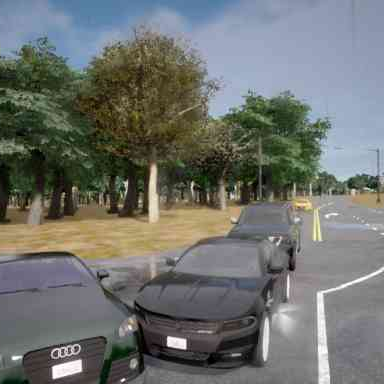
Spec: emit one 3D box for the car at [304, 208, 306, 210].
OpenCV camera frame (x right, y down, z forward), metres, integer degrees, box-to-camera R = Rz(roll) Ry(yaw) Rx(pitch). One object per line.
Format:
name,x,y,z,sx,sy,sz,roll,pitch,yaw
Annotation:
car,5.153,1.776,18.658,1.895,1.301,4.718,-1,0,20

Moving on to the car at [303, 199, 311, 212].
car,14.488,1.707,43.442,1.882,1.535,5.008,-1,0,22

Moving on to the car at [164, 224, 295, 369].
car,0.720,1.614,6.306,1.882,1.535,5.008,-1,-2,21

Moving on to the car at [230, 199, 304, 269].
car,2.828,1.460,12.451,2.150,2.045,5.566,-2,0,20

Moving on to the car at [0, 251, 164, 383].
car,-2.323,1.643,5.002,1.994,1.385,4.181,2,-2,-33
